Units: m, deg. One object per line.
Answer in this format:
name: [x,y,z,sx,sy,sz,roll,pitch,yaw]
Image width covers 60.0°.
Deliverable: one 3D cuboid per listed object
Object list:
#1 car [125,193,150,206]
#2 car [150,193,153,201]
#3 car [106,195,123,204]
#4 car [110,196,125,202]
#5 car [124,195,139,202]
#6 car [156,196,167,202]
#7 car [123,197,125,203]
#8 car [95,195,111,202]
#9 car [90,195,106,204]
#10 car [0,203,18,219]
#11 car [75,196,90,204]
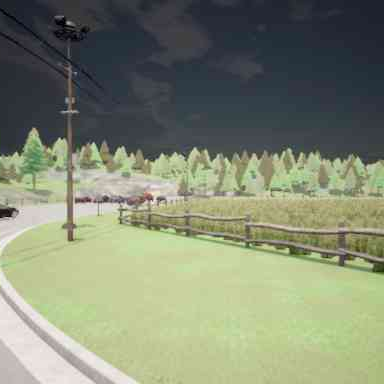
car: [-9.263,1.435,56.773,2.097,1.767,4.553,0,0,6]
car: [-10.549,1.168,77.258,2.150,2.045,5.566,0,0,7]
car: [-15.151,1.457,67.794,2.097,1.767,4.553,0,0,7]
car: [-17.503,1.549,78.051,1.895,1.301,4.718,0,0,7]
car: [-14.029,1.488,77.625,2.033,1.411,5.357,0,0,7]
car: [-6.999,1.607,77.488,1.837,1.490,4.892,0,0,7]
car: [-11.733,1.577,66.875,1.882,1.535,5.008,0,0,7]
car: [-20.984,1.436,78.419,1.882,1.535,5.008,0,0,7]
car: [-18.641,1.655,68.083,1.994,1.385,4.181,0,0,7]
car: [-16.201,1.533,26.844,1.882,1.535,5.008,0,0,7]
car: [-22.165,1.574,68.066,1.882,1.535,5.008,0,0,7]
